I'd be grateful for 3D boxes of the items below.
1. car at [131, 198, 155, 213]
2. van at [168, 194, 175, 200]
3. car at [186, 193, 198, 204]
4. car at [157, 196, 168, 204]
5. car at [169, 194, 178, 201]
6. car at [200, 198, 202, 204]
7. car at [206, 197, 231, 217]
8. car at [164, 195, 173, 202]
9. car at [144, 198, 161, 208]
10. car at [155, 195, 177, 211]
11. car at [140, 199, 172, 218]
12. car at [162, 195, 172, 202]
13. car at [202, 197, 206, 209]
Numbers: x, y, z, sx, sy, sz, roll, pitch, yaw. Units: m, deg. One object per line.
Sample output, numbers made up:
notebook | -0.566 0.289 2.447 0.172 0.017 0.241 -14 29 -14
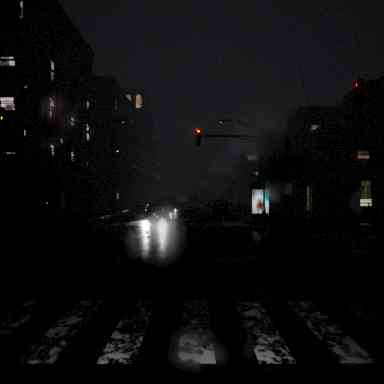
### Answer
car | -5.759 1.561 37.523 2.008 1.369 4.403 0 0 0
van | -5.858 1.430 94.489 1.690 1.788 3.998 -1 0 0
car | 0.001 1.262 66.192 2.150 2.045 5.566 0 0 0
car | -5.807 1.565 65.836 1.752 1.417 4.829 0 0 0
car | -3.176 1.526 50.160 1.837 1.490 4.892 0 0 0
car | 2.602 1.571 48.943 2.008 1.369 4.403 0 0 0
car | 2.630 1.446 31.852 1.967 1.590 4.097 0 0 0
car | -5.836 1.592 82.925 1.752 1.417 4.829 -1 0 0
car | -5.778 1.571 48.916 2.008 1.369 4.403 0 0 0
car | -3.165 1.490 40.120 1.882 1.535 5.008 0 0 0
car | -3.149 1.605 30.134 1.895 1.301 4.718 0 0 0
car | -5.828 1.497 77.398 1.967 1.590 4.097 0 0 0
car | 2.612 1.597 43.246 1.802 1.307 4.206 0 0 0
